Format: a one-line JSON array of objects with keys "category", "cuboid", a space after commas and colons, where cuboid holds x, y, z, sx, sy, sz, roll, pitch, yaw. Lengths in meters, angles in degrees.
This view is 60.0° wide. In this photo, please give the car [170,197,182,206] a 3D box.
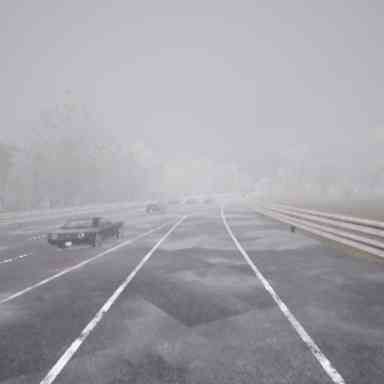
[{"category": "car", "cuboid": [-3.539, 1.791, 66.120, 2.097, 1.767, 4.553, -3, 0, 11]}]

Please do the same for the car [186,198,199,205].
[{"category": "car", "cuboid": [0.081, 1.790, 66.291, 1.994, 1.385, 4.181, -3, 0, 11]}]

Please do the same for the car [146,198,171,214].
[{"category": "car", "cuboid": [-4.437, 1.877, 42.083, 1.837, 1.490, 4.892, -4, 0, 10]}]

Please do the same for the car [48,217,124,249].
[{"category": "car", "cuboid": [-4.890, 1.874, 16.189, 1.895, 1.301, 4.718, -3, 0, 8]}]

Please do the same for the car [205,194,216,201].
[{"category": "car", "cuboid": [4.942, 1.409, 88.744, 2.097, 1.767, 4.553, -3, 0, 13]}]

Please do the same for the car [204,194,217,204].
[{"category": "car", "cuboid": [3.670, 1.577, 66.413, 1.994, 1.385, 4.181, -3, 0, 12]}]
